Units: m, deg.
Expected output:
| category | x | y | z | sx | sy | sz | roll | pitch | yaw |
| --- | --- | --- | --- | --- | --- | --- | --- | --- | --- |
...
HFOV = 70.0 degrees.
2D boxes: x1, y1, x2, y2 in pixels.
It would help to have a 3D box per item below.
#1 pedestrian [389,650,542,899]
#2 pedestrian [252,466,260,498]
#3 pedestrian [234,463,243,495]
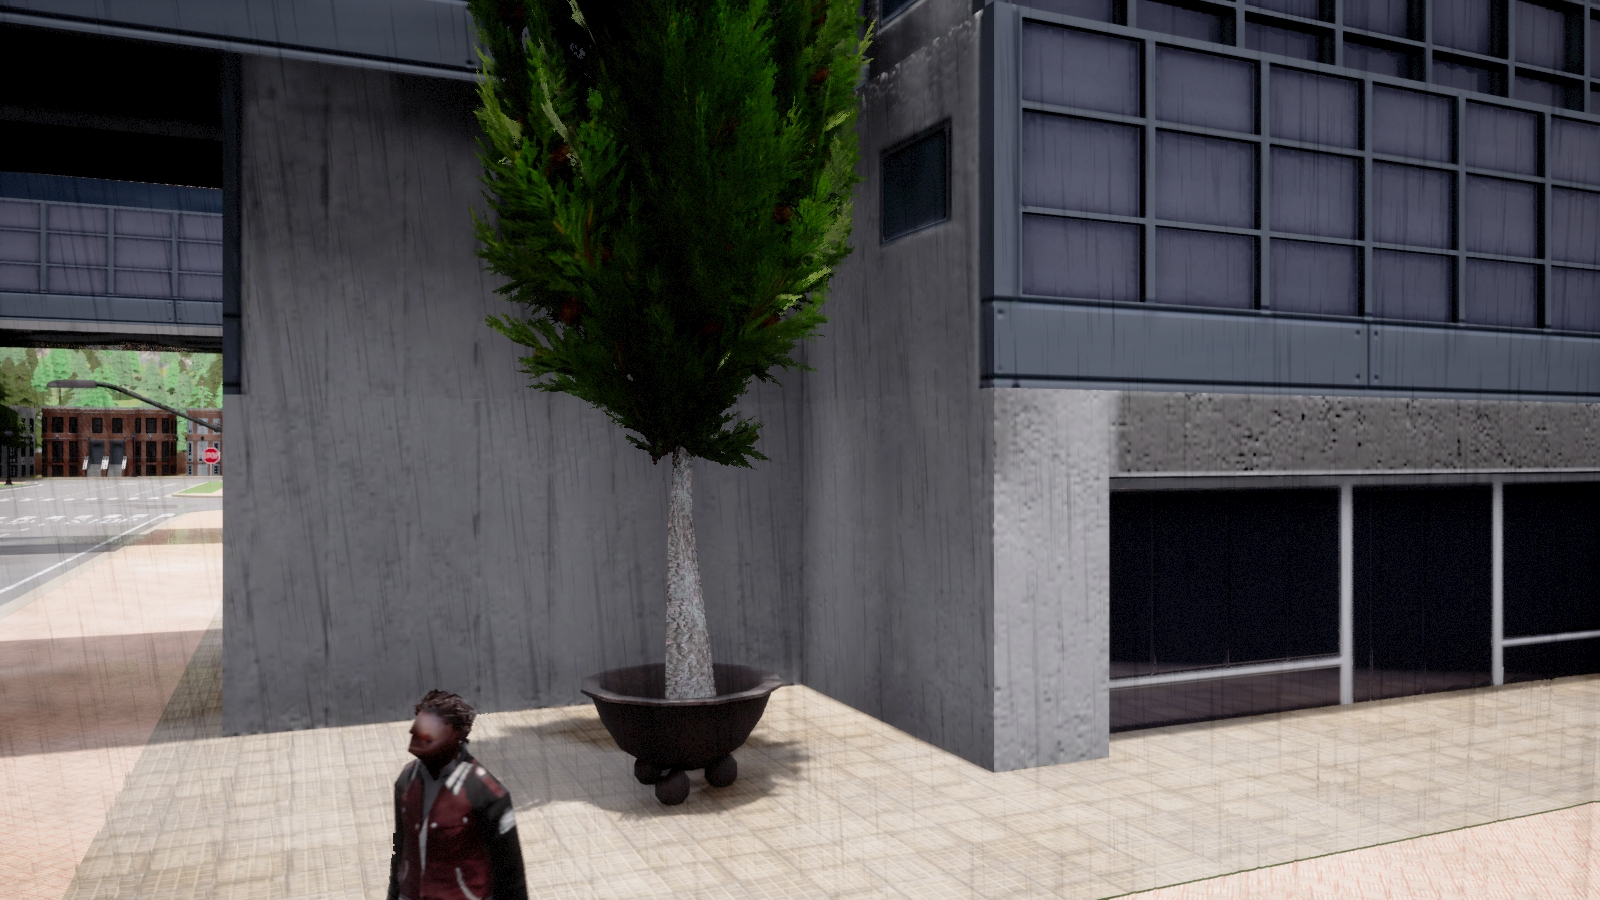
| category | x | y | z | sx | sy | sz | roll | pitch | yaw |
| --- | --- | --- | --- | --- | --- | --- | --- | --- | --- |
| pedestrian | -1.202 | 1.698 | 4.129 | 0.375 | 1.860 | 0.375 | 0 | 0 | 27 |
| pedestrian | -31.593 | 1.848 | 66.390 | 0.375 | 1.860 | 0.375 | 0 | 0 | -32 |
| pedestrian | -33.107 | 1.698 | 67.371 | 0.375 | 1.860 | 0.375 | 0 | 0 | 45 |
